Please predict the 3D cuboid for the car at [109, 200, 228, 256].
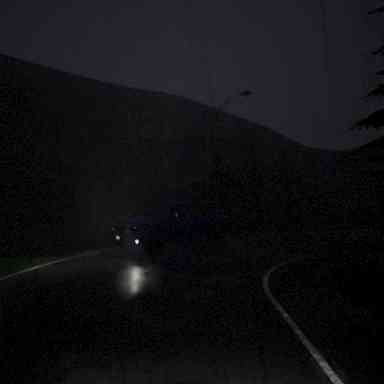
[{"bbox_3d":[-0.787,1.380,14.383,5.566,2.045,2.150,1,-1,-43],"label":"car"}]
